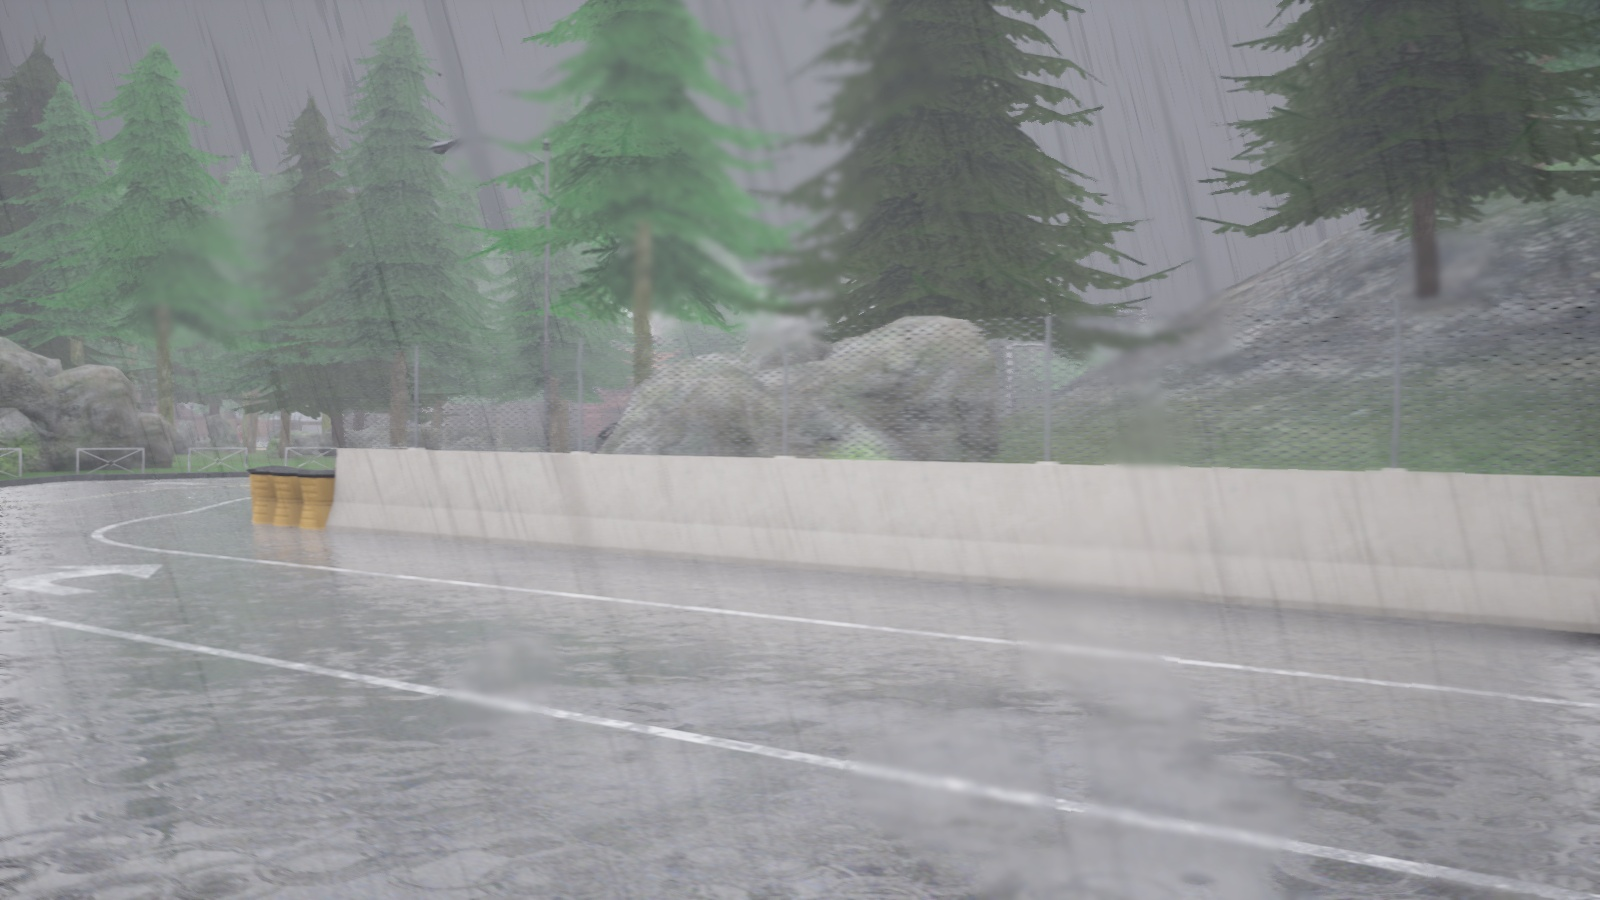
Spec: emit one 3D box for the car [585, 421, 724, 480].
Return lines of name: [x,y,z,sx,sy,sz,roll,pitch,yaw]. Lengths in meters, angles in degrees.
car: [-4.173,-0.028,36.578,1.851,1.617,3.988,0,1,34]
